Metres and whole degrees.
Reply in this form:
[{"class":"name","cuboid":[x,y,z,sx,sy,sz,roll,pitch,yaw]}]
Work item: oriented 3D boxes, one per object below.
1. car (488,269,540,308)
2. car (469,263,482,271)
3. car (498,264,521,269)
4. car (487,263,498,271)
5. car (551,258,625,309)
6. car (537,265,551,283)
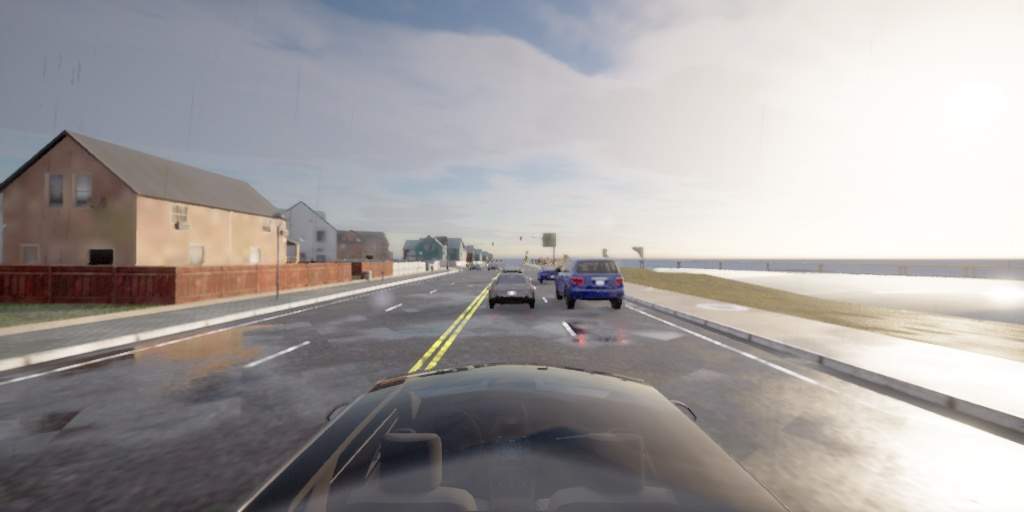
[{"class":"car","cuboid":[0.000,1.454,16.155,1.994,1.385,4.181,0,-1,0]},{"class":"car","cuboid":[-6.521,1.963,64.302,1.994,1.385,4.181,0,-1,0]},{"class":"car","cuboid":[-0.004,1.521,31.341,1.882,1.535,5.008,0,0,0]},{"class":"car","cuboid":[-3.272,1.962,64.276,1.994,1.385,4.181,0,-1,0]},{"class":"car","cuboid":[3.247,1.104,15.896,2.150,2.045,5.566,0,0,0]},{"class":"car","cuboid":[3.246,1.521,31.329,1.882,1.535,5.008,0,0,0]}]
